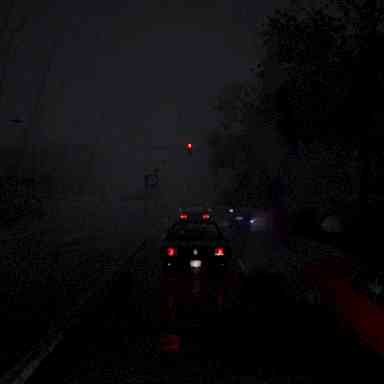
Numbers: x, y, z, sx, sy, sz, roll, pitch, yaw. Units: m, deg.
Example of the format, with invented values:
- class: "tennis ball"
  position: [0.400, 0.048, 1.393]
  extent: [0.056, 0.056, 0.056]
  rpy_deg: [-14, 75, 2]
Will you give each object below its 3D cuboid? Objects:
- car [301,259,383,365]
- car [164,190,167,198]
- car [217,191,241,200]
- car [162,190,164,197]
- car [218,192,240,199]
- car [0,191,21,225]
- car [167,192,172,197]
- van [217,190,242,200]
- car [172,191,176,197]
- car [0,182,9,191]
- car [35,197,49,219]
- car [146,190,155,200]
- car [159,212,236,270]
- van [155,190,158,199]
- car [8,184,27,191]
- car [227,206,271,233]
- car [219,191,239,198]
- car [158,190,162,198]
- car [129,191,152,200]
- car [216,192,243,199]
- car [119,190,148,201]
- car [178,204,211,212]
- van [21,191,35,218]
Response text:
- class: "car"
  position: [3.100, 1.574, 4.562]
  extent: [1.895, 1.301, 4.718]
  rpy_deg: [0, 0, 0]
- class: "car"
  position: [-9.297, 0.828, 81.687]
  extent: [4.674, 1.452, 2.002]
  rpy_deg: [-1, 0, -13]
- class: "car"
  position: [7.642, 0.692, 69.304]
  extent: [4.553, 1.767, 2.185]
  rpy_deg: [0, 0, -14]
- class: "car"
  position: [-9.668, 0.848, 78.686]
  extent: [4.674, 1.452, 2.002]
  rpy_deg: [-1, 1, -13]
- class: "car"
  position: [8.690, 0.793, 78.138]
  extent: [4.674, 1.452, 2.002]
  rpy_deg: [0, 0, -13]
- class: "car"
  position: [-13.725, 1.138, 19.914]
  extent: [5.566, 2.045, 2.435]
  rpy_deg: [-1, 0, -20]
- class: "car"
  position: [-8.484, 0.788, 87.670]
  extent: [4.674, 1.452, 2.002]
  rpy_deg: [-1, 1, -12]
- class: "van"
  position: [7.260, 0.612, 66.334]
  extent: [4.442, 1.987, 1.878]
  rpy_deg: [0, 1, -14]
- class: "car"
  position: [-8.035, 0.476, 90.674]
  extent: [5.566, 2.045, 2.435]
  rpy_deg: [-1, 0, -12]
- class: "car"
  position: [-31.179, -0.781, 54.645]
  extent: [2.435, 2.045, 5.566]
  rpy_deg: [6, -2, -19]
- class: "car"
  position: [-13.636, 1.235, 25.929]
  extent: [4.553, 1.767, 2.185]
  rpy_deg: [-1, 1, -19]
- class: "car"
  position: [-10.823, 0.882, 66.727]
  extent: [5.366, 1.575, 1.946]
  rpy_deg: [-1, 0, -15]
- class: "car"
  position: [0.106, 1.543, 10.736]
  extent: [1.895, 1.301, 4.718]
  rpy_deg: [0, 0, 0]
- class: "van"
  position: [-10.267, 0.621, 72.718]
  extent: [4.442, 1.987, 1.878]
  rpy_deg: [-1, 0, -14]
- class: "car"
  position: [-28.184, -0.218, 54.589]
  extent: [2.002, 1.452, 4.674]
  rpy_deg: [6, -2, -19]
- class: "car"
  position: [3.157, 1.465, 18.995]
  extent: [1.994, 1.385, 4.181]
  rpy_deg: [0, 0, 1]
- class: "car"
  position: [9.428, 0.584, 84.004]
  extent: [4.553, 1.767, 2.185]
  rpy_deg: [0, 0, -12]
- class: "car"
  position: [-10.040, 0.830, 75.690]
  extent: [4.892, 1.521, 2.231]
  rpy_deg: [-1, 0, -14]
- class: "car"
  position: [-10.731, 0.743, 69.678]
  extent: [4.553, 1.767, 2.185]
  rpy_deg: [-1, 0, -14]
- class: "car"
  position: [8.177, 0.794, 72.299]
  extent: [5.366, 1.575, 1.946]
  rpy_deg: [0, 0, -13]
- class: "car"
  position: [-11.467, 0.944, 63.735]
  extent: [4.792, 1.488, 2.163]
  rpy_deg: [-1, 1, -15]
- class: "car"
  position: [0.164, 1.424, 19.838]
  extent: [1.812, 1.442, 4.674]
  rpy_deg: [0, 0, 1]
- class: "van"
  position: [-13.611, 1.148, 22.951]
  extent: [4.442, 1.987, 1.878]
  rpy_deg: [-1, 0, -19]
